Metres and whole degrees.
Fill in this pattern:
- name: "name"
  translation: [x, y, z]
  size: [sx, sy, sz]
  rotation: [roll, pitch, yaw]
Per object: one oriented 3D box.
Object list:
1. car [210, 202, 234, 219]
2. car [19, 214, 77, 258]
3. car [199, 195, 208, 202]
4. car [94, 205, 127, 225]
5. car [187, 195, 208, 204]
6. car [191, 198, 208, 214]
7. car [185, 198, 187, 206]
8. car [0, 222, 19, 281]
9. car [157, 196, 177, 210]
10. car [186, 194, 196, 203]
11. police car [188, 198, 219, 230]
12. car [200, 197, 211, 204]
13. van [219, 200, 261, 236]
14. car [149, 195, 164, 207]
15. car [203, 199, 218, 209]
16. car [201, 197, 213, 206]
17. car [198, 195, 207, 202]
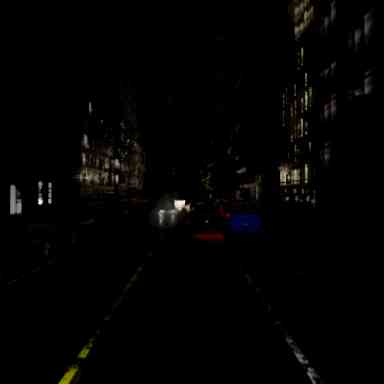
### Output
- name: "car"
  translation: [2.619, 1.622, 29.692]
  size: [1.802, 1.307, 4.206]
  rotation: [0, 0, 0]
- name: "car"
  translation: [-5.721, 1.568, 12.599]
  size: [2.008, 1.369, 4.403]
  rotation: [0, 0, 0]
- name: "car"
  translation: [2.513, 1.509, 75.232]
  size: [1.967, 1.590, 4.097]
  rotation: [0, 0, 0]
- name: "car"
  translation: [-5.748, 1.614, 23.983]
  size: [1.802, 1.307, 4.206]
  rotation: [0, 0, 0]
- name: "car"
  translation: [0.776, 1.393, 31.285]
  size: [2.097, 1.767, 4.553]
  rotation: [0, 0, -1]
- name: "car"
  translation: [0.811, 1.505, 37.513]
  size: [1.801, 1.575, 5.366]
  rotation: [0, 0, 0]
- name: "car"
  translation: [-0.135, 1.421, 57.052]
  size: [2.097, 1.767, 4.553]
  rotation: [0, 0, 0]
- name: "car"
  translation: [-5.708, 1.450, 6.907]
  size: [1.967, 1.590, 4.097]
  rotation: [0, 0, 0]
- name: "car"
  translation: [-3.193, 1.583, 44.045]
  size: [1.812, 1.442, 4.674]
  rotation: [0, 0, 0]
- name: "car"
  translation: [-0.170, 1.381, 72.052]
  size: [2.097, 1.767, 4.553]
  rotation: [0, 0, 0]
- name: "police car"
  translation: [0.849, 1.455, 21.433]
  size: [1.930, 1.638, 5.238]
  rotation: [0, 0, 0]
- name: "car"
  translation: [2.540, 1.623, 63.847]
  size: [2.008, 1.369, 4.403]
  rotation: [0, 0, 0]
- name: "van"
  translation: [2.646, 1.367, 18.309]
  size: [1.690, 1.788, 3.998]
  rotation: [0, 0, 0]
- name: "car"
  translation: [-5.815, 1.617, 52.446]
  size: [2.008, 1.369, 4.403]
  rotation: [0, 0, 0]
- name: "car"
  translation: [2.579, 1.643, 46.770]
  size: [1.802, 1.307, 4.206]
  rotation: [0, 0, 0]
- name: "car"
  translation: [2.553, 1.621, 58.155]
  size: [2.008, 1.369, 4.403]
  rotation: [0, 0, 0]
- name: "car"
  translation: [2.500, 1.508, 80.924]
  size: [1.967, 1.590, 4.097]
  rotation: [0, 0, 0]
